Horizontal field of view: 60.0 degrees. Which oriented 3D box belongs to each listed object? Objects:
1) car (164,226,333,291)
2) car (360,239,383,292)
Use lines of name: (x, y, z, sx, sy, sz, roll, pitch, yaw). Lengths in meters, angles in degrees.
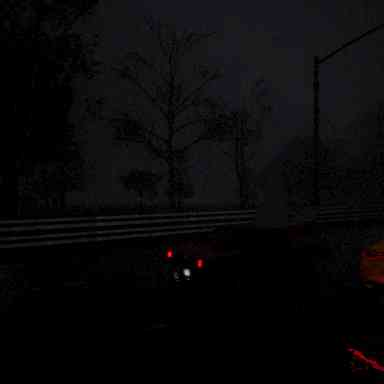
car: (1.708, 1.600, 9.054, 4.718, 1.301, 1.895, 0, 0, -34)
car: (5.917, 1.477, 7.666, 5.008, 1.535, 1.882, 0, 0, -34)
